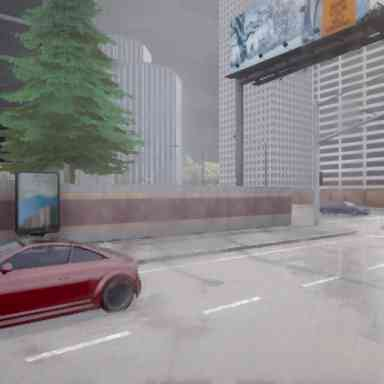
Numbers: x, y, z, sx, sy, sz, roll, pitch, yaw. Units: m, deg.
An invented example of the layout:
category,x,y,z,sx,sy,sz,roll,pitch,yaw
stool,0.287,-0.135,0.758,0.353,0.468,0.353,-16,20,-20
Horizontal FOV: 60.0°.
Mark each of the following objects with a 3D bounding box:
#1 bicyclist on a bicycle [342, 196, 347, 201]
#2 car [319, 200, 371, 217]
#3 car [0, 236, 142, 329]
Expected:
category,x,y,z,sx,sy,sz,roll,pitch,yaw
bicyclist on a bicycle,21.243,1.299,46.301,1.656,1.620,0.582,0,0,-35
car,14.189,1.525,31.193,1.812,1.442,4.674,0,0,-35
car,-3.047,1.564,6.120,4.181,1.385,1.994,0,0,-36
